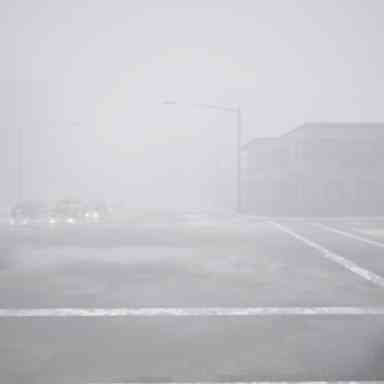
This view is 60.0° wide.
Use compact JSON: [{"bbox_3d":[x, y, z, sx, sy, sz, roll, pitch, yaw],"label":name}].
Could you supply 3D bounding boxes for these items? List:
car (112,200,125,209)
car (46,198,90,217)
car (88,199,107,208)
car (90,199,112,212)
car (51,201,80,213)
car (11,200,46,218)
[{"bbox_3d":[-12.288,1.976,55.109,1.812,1.442,4.674,0,-1,-2],"label":"car"},{"bbox_3d":[-11.433,1.387,31.052,2.097,1.767,4.553,0,-1,-2],"label":"car"},{"bbox_3d":[-15.839,1.952,56.145,1.882,1.535,5.008,0,-1,-2],"label":"car"},{"bbox_3d":[-11.810,1.662,41.044,2.128,1.511,4.902,0,-1,-2],"label":"car"},{"bbox_3d":[-15.288,1.763,40.438,1.895,1.301,4.718,0,-1,-2],"label":"car"},{"bbox_3d":[-14.933,1.526,30.937,2.128,1.511,4.902,0,-1,-2],"label":"car"}]
